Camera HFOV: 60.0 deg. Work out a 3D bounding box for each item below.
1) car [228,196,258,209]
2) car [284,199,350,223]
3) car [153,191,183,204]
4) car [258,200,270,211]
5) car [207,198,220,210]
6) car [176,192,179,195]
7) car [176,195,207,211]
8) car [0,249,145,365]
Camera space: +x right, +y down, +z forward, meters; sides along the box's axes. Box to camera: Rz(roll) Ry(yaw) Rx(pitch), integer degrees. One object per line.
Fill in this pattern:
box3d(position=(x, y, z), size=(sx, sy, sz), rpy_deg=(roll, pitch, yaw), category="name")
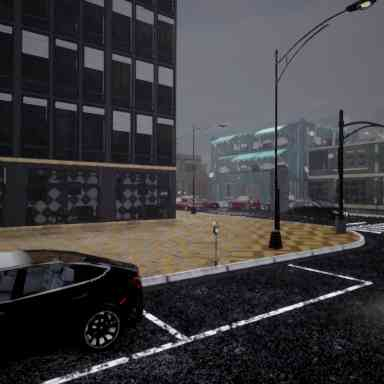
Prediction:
box3d(position=(5.997, 1.130, 38.639), size=(1.967, 1.590, 4.097), rpy_deg=(1, 0, -36), category="car")
box3d(position=(9.072, 1.316, 24.419), size=(2.128, 1.511, 4.902), rpy_deg=(0, 0, -33), category="car")
box3d(position=(-3.831, 0.793, 52.060), size=(2.192, 1.841, 5.009), rpy_deg=(1, 0, -36), category="car")
box3d(position=(9.273, 1.340, 34.163), size=(1.802, 1.307, 4.206), rpy_deg=(1, 0, -36), category="car")
box3d(position=(1.125, 1.221, 35.475), size=(1.994, 1.385, 4.181), rpy_deg=(0, 0, -36), category="car")
box3d(position=(-0.559, 1.100, 47.586), size=(2.008, 1.369, 4.403), rpy_deg=(1, 0, -36), category="car")
box3d(position=(-0.765, 1.230, 33.686), size=(1.802, 1.307, 4.206), rpy_deg=(1, 0, -36), category="car")
box3d(position=(-2.753, 1.566, 4.592), size=(4.313, 1.339, 1.947), rpy_deg=(0, 0, -35), category="car")
